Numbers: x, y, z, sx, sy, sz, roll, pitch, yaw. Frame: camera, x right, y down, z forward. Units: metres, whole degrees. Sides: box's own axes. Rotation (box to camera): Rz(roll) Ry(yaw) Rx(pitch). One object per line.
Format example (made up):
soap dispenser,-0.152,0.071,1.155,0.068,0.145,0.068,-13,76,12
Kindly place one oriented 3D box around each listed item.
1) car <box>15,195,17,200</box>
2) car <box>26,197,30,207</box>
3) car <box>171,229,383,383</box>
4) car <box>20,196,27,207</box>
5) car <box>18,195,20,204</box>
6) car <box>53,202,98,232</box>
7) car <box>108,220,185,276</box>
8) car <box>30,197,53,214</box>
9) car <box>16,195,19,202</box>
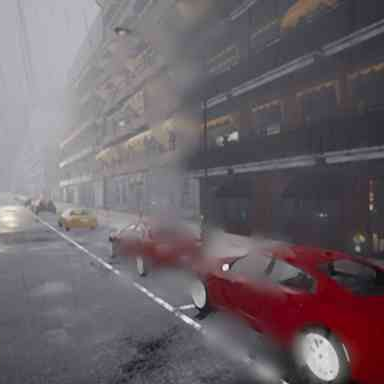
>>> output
car,-32.522,1.528,64.285,2.008,1.369,4.403,1,0,-30
car,-18.317,1.576,39.749,1.802,1.307,4.206,1,0,-30
car,1.570,1.543,5.391,1.887,1.381,4.507,1,0,-30
car,-23.997,1.429,49.562,1.967,1.590,4.097,1,0,-30
car,-26.840,1.530,54.470,1.887,1.381,4.507,1,0,-30
car,-7.038,1.526,20.262,1.752,1.417,4.829,1,0,-30
car,-1.271,1.544,10.299,1.887,1.381,4.507,1,0,-30
car,-15.475,1.437,34.840,1.967,1.590,4.097,1,0,-30
car,-29.681,1.532,59.377,2.008,1.369,4.403,1,0,-30
